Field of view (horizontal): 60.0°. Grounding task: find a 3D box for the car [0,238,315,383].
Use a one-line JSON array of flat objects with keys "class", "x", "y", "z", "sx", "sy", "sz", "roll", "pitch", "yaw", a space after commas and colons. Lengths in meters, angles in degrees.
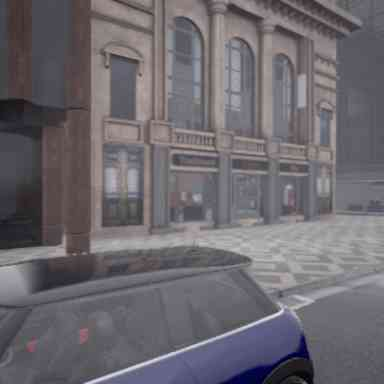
[{"class": "car", "x": -1.134, "y": 1.351, "z": 2.551, "sx": 4.553, "sy": 1.767, "sz": 2.097, "roll": 0, "pitch": 0, "yaw": -36}]
